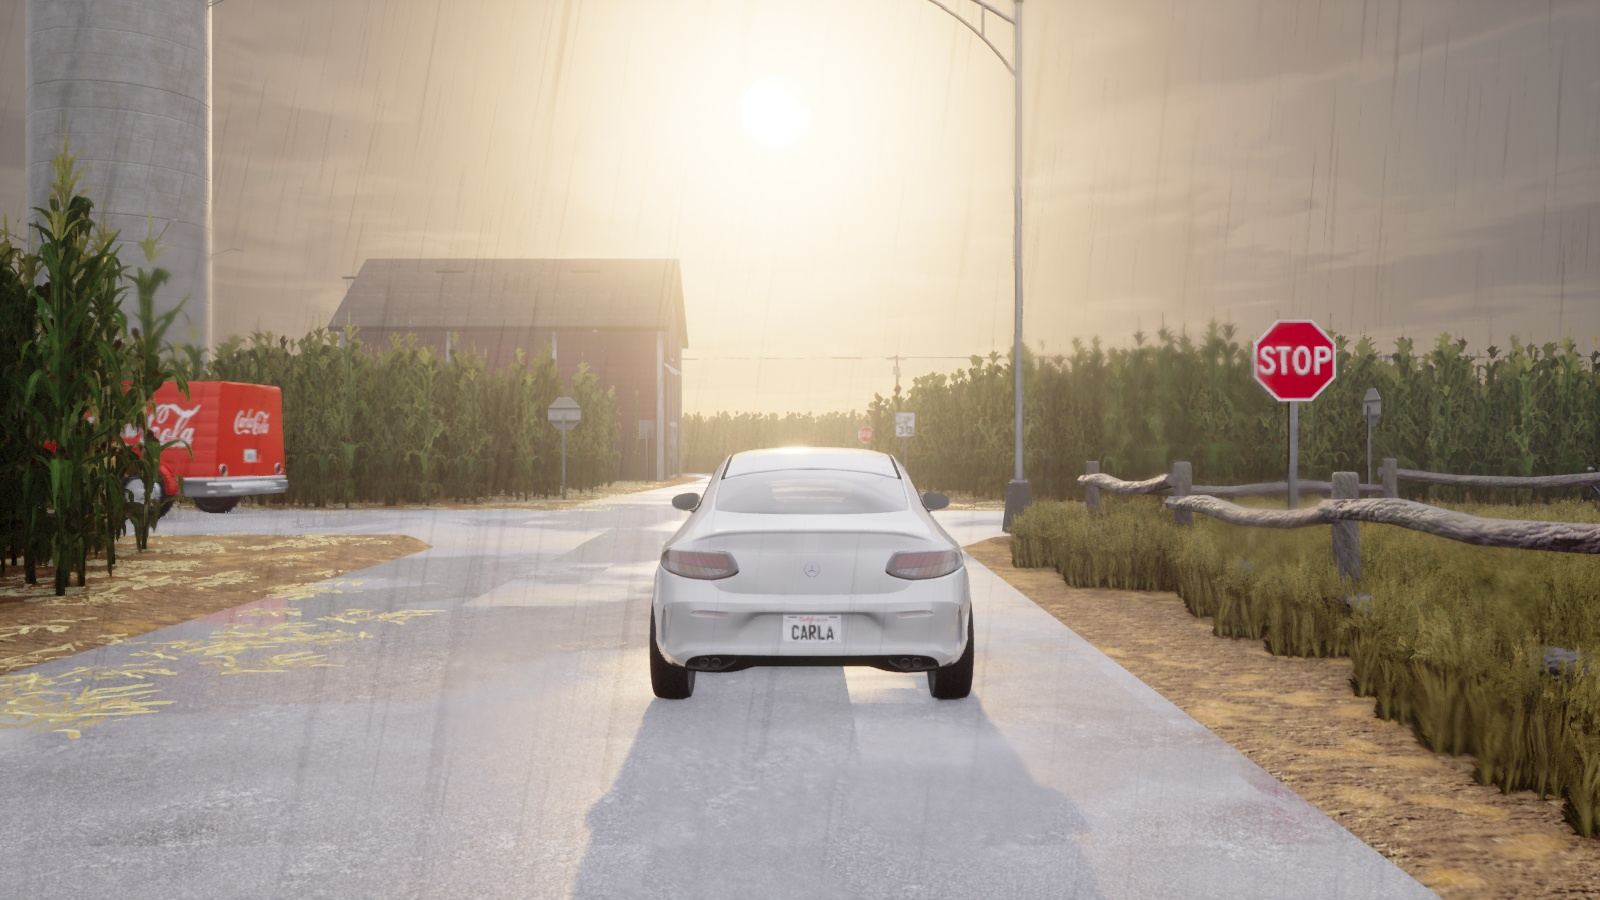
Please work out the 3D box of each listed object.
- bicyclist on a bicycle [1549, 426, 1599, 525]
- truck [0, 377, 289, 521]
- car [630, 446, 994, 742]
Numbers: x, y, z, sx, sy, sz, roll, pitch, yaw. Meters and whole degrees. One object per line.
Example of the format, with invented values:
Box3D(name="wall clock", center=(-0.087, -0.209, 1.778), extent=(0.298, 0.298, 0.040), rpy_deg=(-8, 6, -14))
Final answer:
Box3D(name="bicyclist on a bicycle", center=(14.829, 0.460, 22.979), extent=(1.843, 1.776, 0.659), rpy_deg=(1, 0, 1))
Box3D(name="truck", center=(-12.578, -0.021, 23.159), extent=(5.204, 2.467, 2.627), rpy_deg=(0, 0, 6))
Box3D(name="car", center=(0.073, 0.708, 8.584), extent=(1.812, 1.442, 4.674), rpy_deg=(0, 1, 0))
